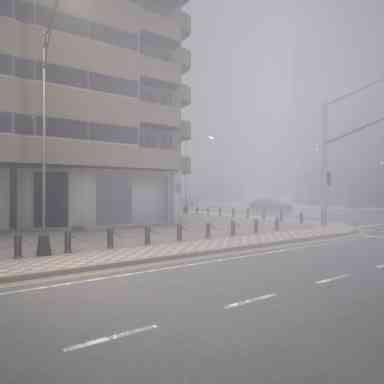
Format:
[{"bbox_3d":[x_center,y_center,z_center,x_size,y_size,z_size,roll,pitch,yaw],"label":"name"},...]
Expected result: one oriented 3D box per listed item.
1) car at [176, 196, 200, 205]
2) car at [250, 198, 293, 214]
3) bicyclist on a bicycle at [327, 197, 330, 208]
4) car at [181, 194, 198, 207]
[{"bbox_3d":[-0.785,1.449,60.575,1.837,1.490,4.892,0,0,-34],"label":"car"},{"bbox_3d":[8.304,1.422,35.085,1.882,1.535,5.008,0,0,-35],"label":"car"},{"bbox_3d":[17.322,1.245,43.050,1.656,1.620,0.582,0,0,-35],"label":"bicyclist on a bicycle"},{"bbox_3d":[-1.670,1.436,49.356,2.128,1.511,4.902,0,0,-35],"label":"car"}]
